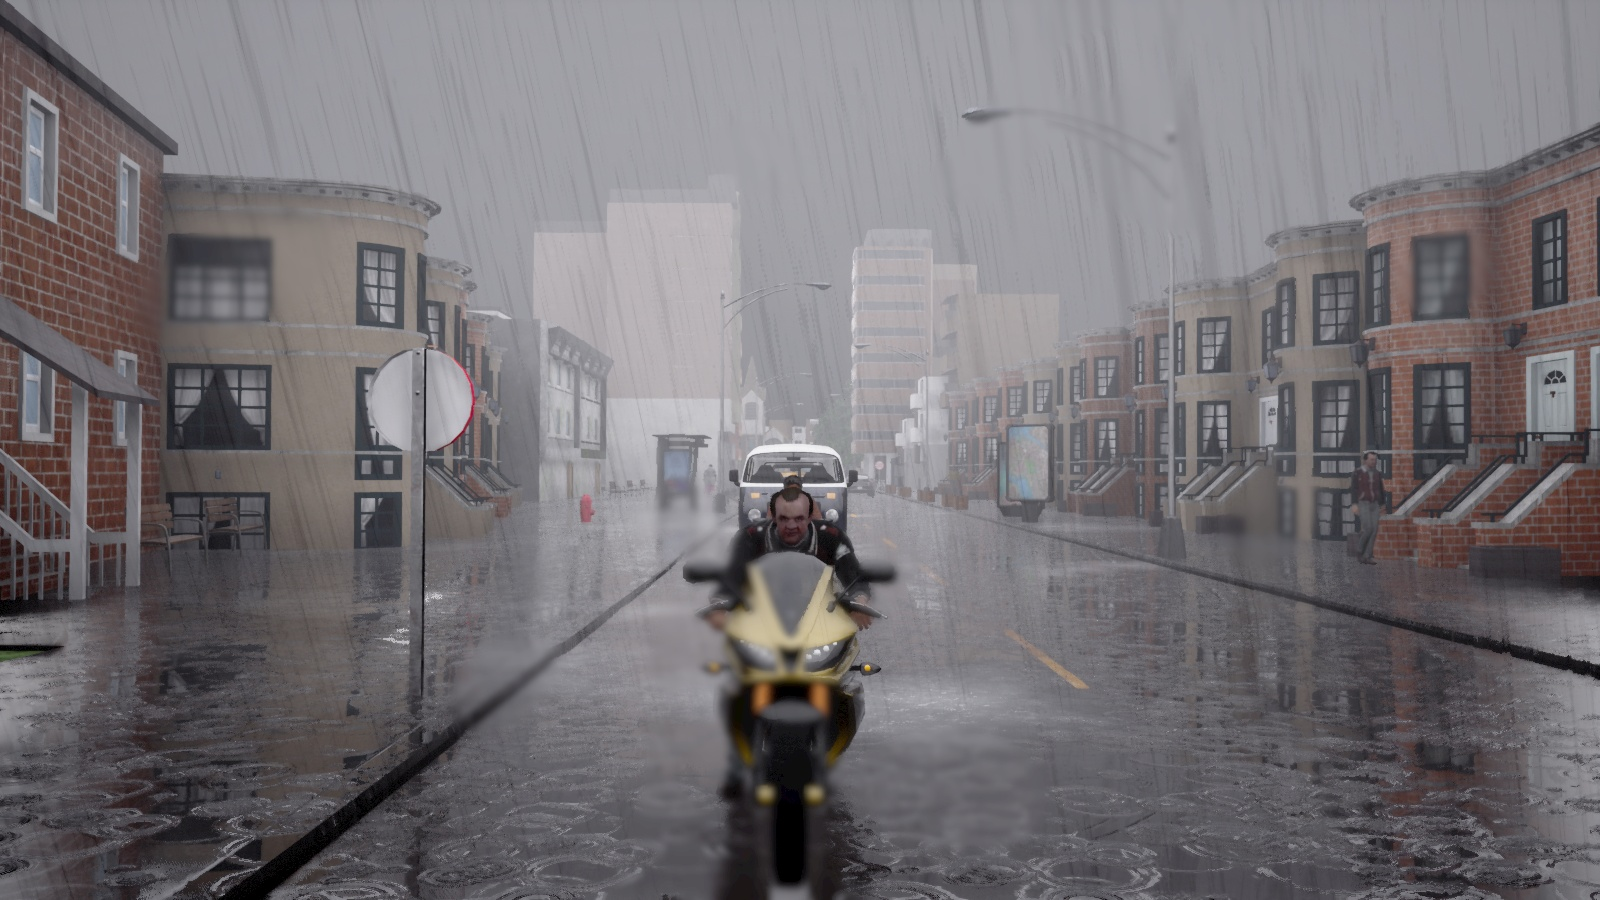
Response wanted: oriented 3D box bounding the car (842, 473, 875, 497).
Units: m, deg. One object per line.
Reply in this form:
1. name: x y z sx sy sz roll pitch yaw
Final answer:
1. car: 3.626 2.141 78.490 1.812 1.442 4.674 0 -1 0

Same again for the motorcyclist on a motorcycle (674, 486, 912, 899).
1. motorcyclist on a motorcycle: -0.032 0.945 5.682 0.866 1.530 2.191 0 -1 0

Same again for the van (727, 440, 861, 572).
1. van: -0.106 0.902 21.712 2.069 2.038 4.480 0 -1 0

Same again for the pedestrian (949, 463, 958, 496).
1. pedestrian: 8.850 1.700 72.313 0.431 1.840 0.709 0 -1 13

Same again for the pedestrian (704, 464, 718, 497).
1. pedestrian: -5.194 1.770 73.134 0.659 1.952 0.873 0 -1 6

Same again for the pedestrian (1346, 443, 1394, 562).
1. pedestrian: 9.062 0.823 19.977 0.376 1.854 0.720 0 -1 -5
